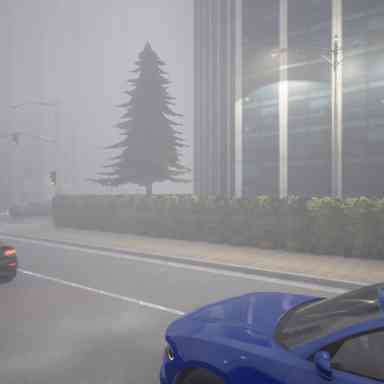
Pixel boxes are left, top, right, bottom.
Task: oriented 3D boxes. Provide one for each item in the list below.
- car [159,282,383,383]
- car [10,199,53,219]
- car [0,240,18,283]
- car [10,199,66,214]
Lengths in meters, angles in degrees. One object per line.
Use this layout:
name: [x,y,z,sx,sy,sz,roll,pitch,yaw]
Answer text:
car: [1.974,1.478,2.585,5.008,1.535,1.882,0,0,36]
car: [-13.873,1.564,29.727,1.994,1.385,4.181,0,0,36]
car: [-6.154,1.526,8.337,4.674,1.442,1.812,0,0,36]
car: [-17.175,1.547,37.424,2.033,1.411,5.357,0,0,36]
